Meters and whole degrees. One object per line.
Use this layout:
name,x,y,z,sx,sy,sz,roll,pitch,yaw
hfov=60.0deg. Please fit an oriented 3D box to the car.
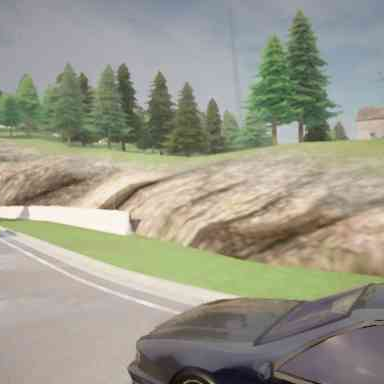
car,1.923,1.548,2.647,5.357,1.411,2.033,-1,0,36
